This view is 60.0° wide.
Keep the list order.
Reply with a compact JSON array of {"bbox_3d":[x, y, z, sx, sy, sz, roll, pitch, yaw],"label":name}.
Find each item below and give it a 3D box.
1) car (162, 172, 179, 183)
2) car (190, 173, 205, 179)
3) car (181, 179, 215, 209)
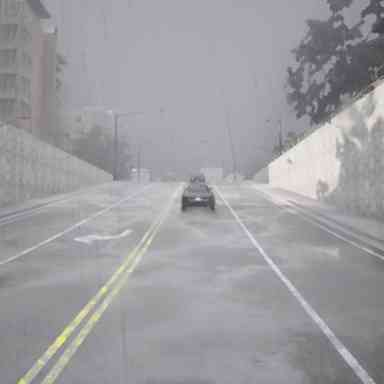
[{"bbox_3d":[-2.873,-2.001,44.793,1.812,1.442,4.674,0,3,1],"label":"car"},{"bbox_3d":[0.696,-1.813,42.472,1.895,1.301,4.718,0,5,1],"label":"car"},{"bbox_3d":[0.379,0.186,20.757,1.994,1.385,4.181,0,5,1],"label":"car"}]
